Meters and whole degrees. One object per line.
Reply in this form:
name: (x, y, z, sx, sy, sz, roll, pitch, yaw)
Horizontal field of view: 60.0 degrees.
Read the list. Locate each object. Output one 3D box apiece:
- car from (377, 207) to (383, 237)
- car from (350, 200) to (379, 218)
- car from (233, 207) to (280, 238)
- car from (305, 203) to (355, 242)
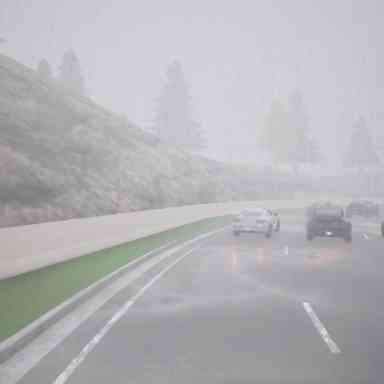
car: (9.986, 1.570, 15.145, 1.994, 1.385, 4.181, 0, 0, 22)
car: (15.821, 1.514, 30.664, 1.837, 1.490, 4.892, 0, 0, 43)
car: (3.488, 1.530, 17.747, 1.812, 1.442, 4.674, 0, 0, 22)
car: (6.737, 1.514, 16.446, 1.837, 1.490, 4.892, 0, 0, 22)
